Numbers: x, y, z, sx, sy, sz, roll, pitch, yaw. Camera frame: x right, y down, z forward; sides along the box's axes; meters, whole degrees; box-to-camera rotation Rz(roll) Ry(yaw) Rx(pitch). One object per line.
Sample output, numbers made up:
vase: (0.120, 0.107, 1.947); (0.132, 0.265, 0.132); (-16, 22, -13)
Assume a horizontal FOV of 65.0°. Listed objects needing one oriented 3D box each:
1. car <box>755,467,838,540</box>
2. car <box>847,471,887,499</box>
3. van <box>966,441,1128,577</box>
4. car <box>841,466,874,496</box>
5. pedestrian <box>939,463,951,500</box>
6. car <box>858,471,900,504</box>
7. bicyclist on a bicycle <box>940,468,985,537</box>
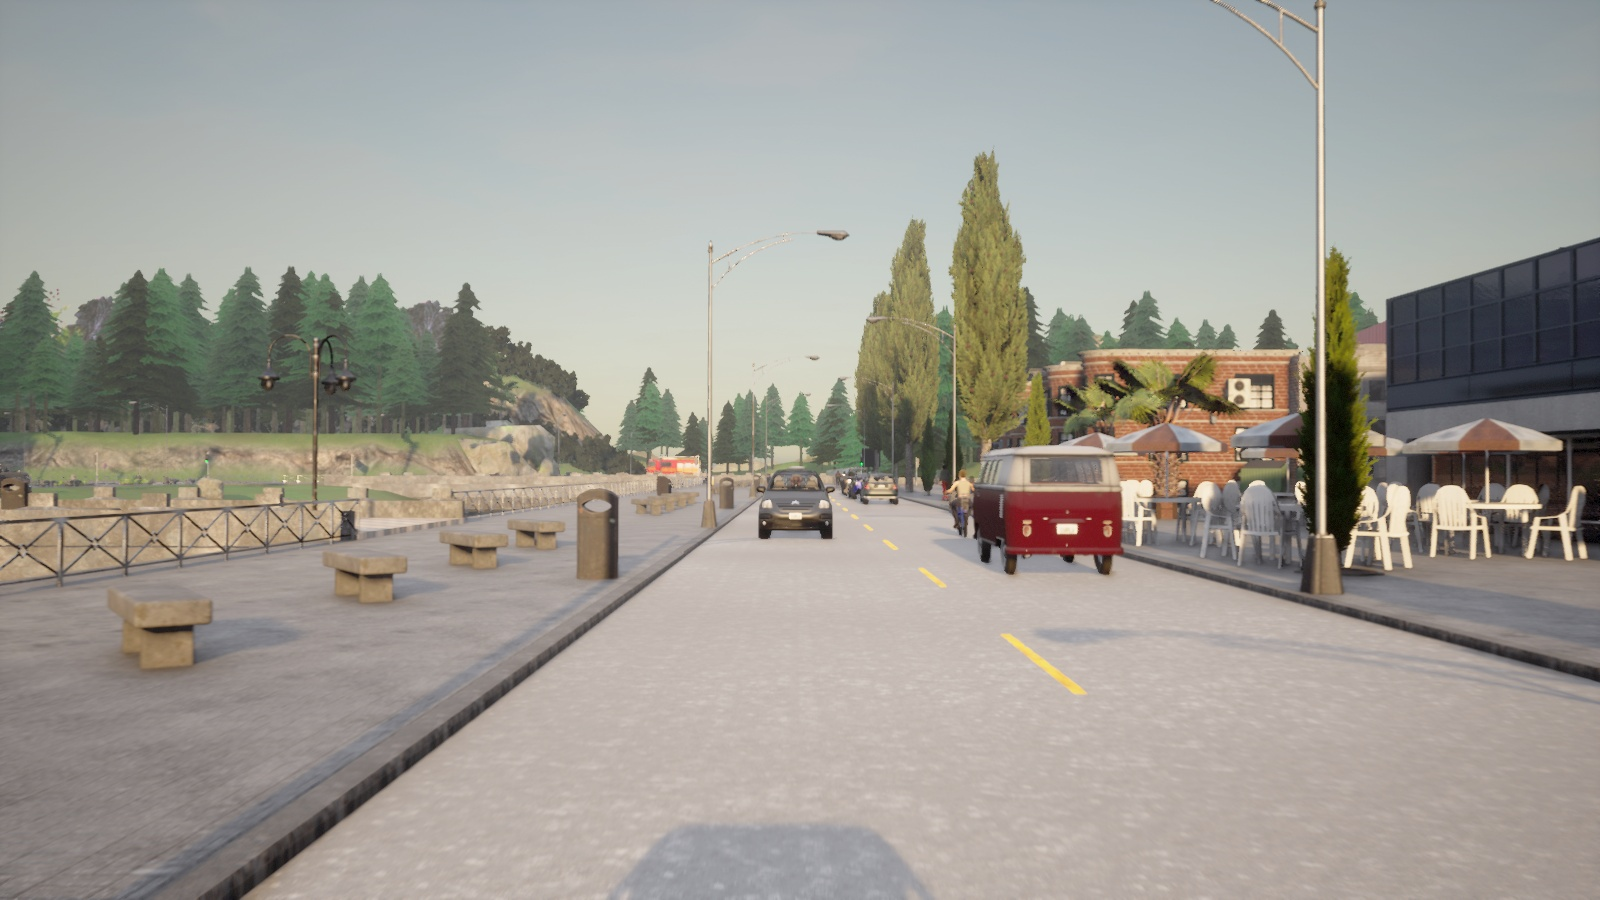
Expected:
car: (-0.086, 1.225, 30.050); (1.851, 1.617, 3.988); (0, -1, 0)
car: (3.796, 1.969, 71.863); (2.007, 1.525, 4.514); (0, -1, 0)
van: (3.939, 0.905, 20.725); (1.775, 1.987, 4.442); (0, -1, 0)
car: (3.765, 2.024, 82.705); (1.932, 1.855, 4.605); (0, -1, 0)
pedestrian: (7.150, 1.548, 61.881); (0.353, 1.847, 0.614); (0, -1, -18)
car: (3.826, 1.817, 61.074); (1.789, 1.549, 3.705); (0, -1, 0)
bicyclist on a bicycle: (3.915, 1.253, 30.387); (0.866, 1.612, 1.509); (0, -1, 0)
